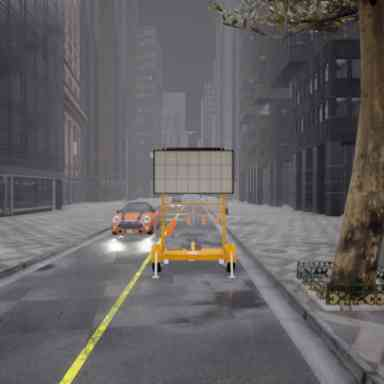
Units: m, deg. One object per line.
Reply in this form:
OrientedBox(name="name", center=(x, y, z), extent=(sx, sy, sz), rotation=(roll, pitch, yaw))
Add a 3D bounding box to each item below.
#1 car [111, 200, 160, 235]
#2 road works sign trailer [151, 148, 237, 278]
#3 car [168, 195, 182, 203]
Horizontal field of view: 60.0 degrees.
OrientedBox(name="car", center=(-3.043, 1.358, 18.619), extent=(2.097, 1.767, 4.553), rotation=(0, 0, 0))
OrientedBox(name="road works sign trailer", center=(0.046, 0.464, 10.099), extent=(2.380, 3.560, 2.880), rotation=(0, 0, 0))
OrientedBox(name="car", center=(-2.873, 1.630, 61.319), extent=(2.033, 1.411, 5.357), rotation=(0, 0, 1))
